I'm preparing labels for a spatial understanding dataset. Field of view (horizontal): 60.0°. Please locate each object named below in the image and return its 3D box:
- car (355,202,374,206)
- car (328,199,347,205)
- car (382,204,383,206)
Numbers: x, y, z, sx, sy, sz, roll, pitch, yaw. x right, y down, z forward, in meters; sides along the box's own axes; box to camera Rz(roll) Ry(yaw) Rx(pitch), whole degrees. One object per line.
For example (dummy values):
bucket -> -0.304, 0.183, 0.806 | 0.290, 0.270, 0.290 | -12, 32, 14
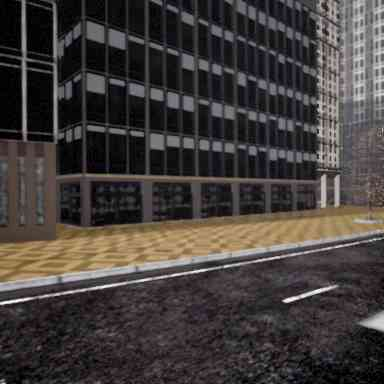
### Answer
car -> 34.710, 2.211, 67.240 | 1.802, 1.307, 4.206 | 0, 0, -41
car -> 31.028, 2.157, 71.570 | 1.947, 1.339, 4.313 | 0, 0, -41
car -> 38.424, 2.232, 62.935 | 1.947, 1.339, 4.313 | 0, 0, -41
